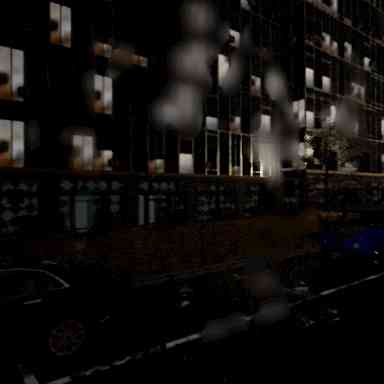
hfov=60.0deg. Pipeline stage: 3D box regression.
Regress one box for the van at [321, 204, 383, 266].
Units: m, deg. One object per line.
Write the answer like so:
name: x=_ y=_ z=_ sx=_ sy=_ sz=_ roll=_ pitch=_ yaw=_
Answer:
van: x=5.962 y=1.320 z=11.139 sx=3.998 sy=1.788 sz=1.690 roll=0 pitch=0 yaw=-37

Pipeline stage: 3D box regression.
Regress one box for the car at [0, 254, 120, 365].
car: x=-3.128 y=1.575 z=4.285 sx=4.403 sy=1.369 sz=2.008 roll=0 pitch=0 yaw=-37
